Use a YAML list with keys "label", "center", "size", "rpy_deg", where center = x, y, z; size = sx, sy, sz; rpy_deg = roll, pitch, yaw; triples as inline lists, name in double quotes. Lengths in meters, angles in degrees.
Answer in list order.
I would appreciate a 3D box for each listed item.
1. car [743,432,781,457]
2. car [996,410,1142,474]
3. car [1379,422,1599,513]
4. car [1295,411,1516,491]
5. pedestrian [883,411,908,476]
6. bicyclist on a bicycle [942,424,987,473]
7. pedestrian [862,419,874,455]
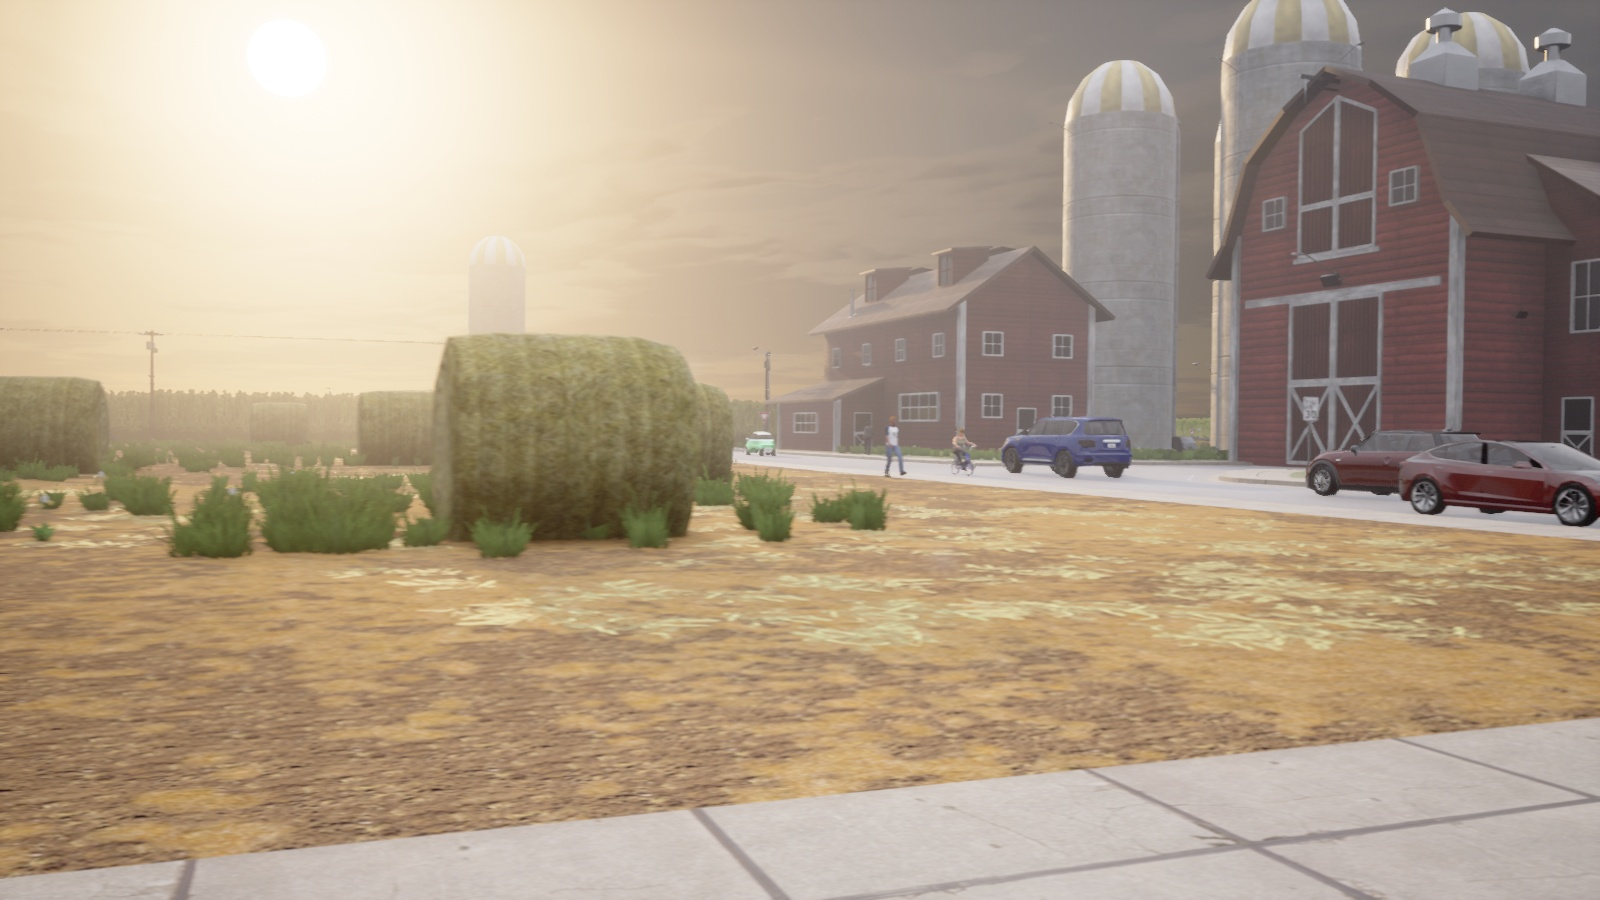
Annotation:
- label: "car"
  center: [-2.158, -0.311, 71.325]
  size: [1.481, 1.376, 2.207]
  rpy_deg: [-1, 1, -22]
- label: "car"
  center: [9.119, -0.340, 43.161]
  size: [2.150, 2.045, 5.566]
  rpy_deg: [-1, 2, -22]
- label: "car"
  center: [13.396, 0.247, 23.100]
  size: [2.163, 1.488, 4.792]
  rpy_deg: [-1, 1, -22]
- label: "car"
  center: [14.360, -0.015, 30.096]
  size: [2.097, 1.767, 4.553]
  rpy_deg: [-1, 1, -22]
- label: "pedestrian"
  center: [2.723, -0.195, 35.824]
  size: [0.354, 1.836, 0.706]
  rpy_deg: [-1, 1, -31]
- label: "bicyclist on a bicycle"
  center: [5.571, -0.048, 42.593]
  size: [0.866, 1.612, 1.509]
  rpy_deg: [-1, 1, -22]
- label: "pedestrian"
  center: [3.698, -0.721, 68.300]
  size: [0.423, 1.949, 0.788]
  rpy_deg: [-1, 1, -12]
